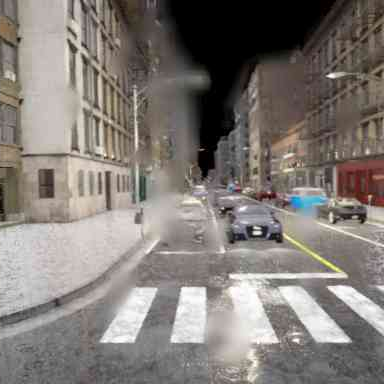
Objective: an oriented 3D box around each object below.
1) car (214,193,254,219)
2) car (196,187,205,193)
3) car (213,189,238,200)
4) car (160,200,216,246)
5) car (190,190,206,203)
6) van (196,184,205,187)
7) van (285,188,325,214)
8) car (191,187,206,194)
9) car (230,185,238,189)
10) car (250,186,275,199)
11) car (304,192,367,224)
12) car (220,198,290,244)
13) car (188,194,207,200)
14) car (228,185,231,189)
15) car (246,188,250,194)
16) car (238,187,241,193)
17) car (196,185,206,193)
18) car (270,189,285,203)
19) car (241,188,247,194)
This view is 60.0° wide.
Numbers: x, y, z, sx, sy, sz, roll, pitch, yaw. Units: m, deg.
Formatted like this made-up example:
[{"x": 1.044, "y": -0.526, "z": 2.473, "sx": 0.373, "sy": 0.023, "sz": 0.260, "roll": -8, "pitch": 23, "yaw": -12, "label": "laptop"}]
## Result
[{"x": 2.671, "y": 0.990, "z": 22.340, "sx": 1.895, "sy": 1.301, "sz": 4.718, "roll": -1, "pitch": 1, "yaw": 2, "label": "car"}, {"x": 2.082, "y": -0.457, "z": 78.102, "sx": 2.008, "sy": 1.369, "sz": 4.403, "roll": -1, "pitch": 1, "yaw": 2, "label": "car"}, {"x": 3.038, "y": 0.694, "z": 32.300, "sx": 1.994, "sy": 1.385, "sz": 4.181, "roll": -1, "pitch": 1, "yaw": 2, "label": "car"}, {"x": -0.196, "y": 1.224, "z": 13.289, "sx": 2.008, "sy": 1.369, "sz": 4.403, "roll": -1, "pitch": 1, "yaw": 2, "label": "car"}, {"x": 0.746, "y": 0.502, "z": 40.124, "sx": 1.752, "sy": 1.417, "sz": 4.829, "roll": -1, "pitch": 1, "yaw": 2, "label": "car"}, {"x": 1.318, "y": -0.107, "z": 56.492, "sx": 1.690, "sy": 1.788, "sz": 3.998, "roll": -1, "pitch": 1, "yaw": 2, "label": "van"}, {"x": 8.213, "y": 0.586, "z": 23.793, "sx": 1.690, "sy": 1.788, "sz": 3.998, "roll": -1, "pitch": 1, "yaw": 2, "label": "van"}, {"x": 0.561, "y": 0.552, "z": 34.891, "sx": 1.967, "sy": 1.590, "sz": 4.097, "roll": -1, "pitch": 1, "yaw": 2, "label": "car"}, {"x": 9.984, "y": -0.471, "z": 72.406, "sx": 1.887, "sy": 1.381, "sz": 4.507, "roll": -1, "pitch": 1, "yaw": 2, "label": "car"}, {"x": 8.802, "y": 0.140, "z": 39.995, "sx": 2.192, "sy": 1.841, "sz": 5.009, "roll": -1, "pitch": 1, "yaw": 2, "label": "car"}, {"x": 8.021, "y": 0.936, "z": 18.398, "sx": 2.008, "sy": 1.369, "sz": 4.403, "roll": -1, "pitch": 1, "yaw": 2, "label": "car"}, {"x": 2.344, "y": 1.182, "z": 13.532, "sx": 1.994, "sy": 1.385, "sz": 4.181, "roll": -1, "pitch": 1, "yaw": 2, "label": "car"}, {"x": -0.013, "y": 1.062, "z": 18.520, "sx": 1.752, "sy": 1.417, "sz": 4.829, "roll": -1, "pitch": 1, "yaw": 2, "label": "car"}, {"x": 10.180, "y": -0.591, "z": 77.808, "sx": 1.947, "sy": 1.339, "sz": 4.313, "roll": -1, "pitch": 1, "yaw": 2, "label": "car"}, {"x": 9.003, "y": 0.250, "z": 45.402, "sx": 1.947, "sy": 1.339, "sz": 4.313, "roll": -1, "pitch": 1, "yaw": 2, "label": "car"}, {"x": 9.400, "y": -0.075, "z": 56.372, "sx": 1.752, "sy": 1.417, "sz": 4.829, "roll": -1, "pitch": 1, "yaw": 2, "label": "car"}, {"x": 2.267, "y": -0.833, "z": 83.497, "sx": 2.192, "sy": 1.841, "sz": 5.009, "roll": -1, "pitch": 1, "yaw": 2, "label": "car"}, {"x": 8.414, "y": 0.687, "z": 29.200, "sx": 1.802, "sy": 1.307, "sz": 4.206, "roll": -1, "pitch": 1, "yaw": 2, "label": "car"}, {"x": 9.199, "y": 0.095, "z": 50.803, "sx": 2.008, "sy": 1.369, "sz": 4.403, "roll": -1, "pitch": 1, "yaw": 2, "label": "car"}]
